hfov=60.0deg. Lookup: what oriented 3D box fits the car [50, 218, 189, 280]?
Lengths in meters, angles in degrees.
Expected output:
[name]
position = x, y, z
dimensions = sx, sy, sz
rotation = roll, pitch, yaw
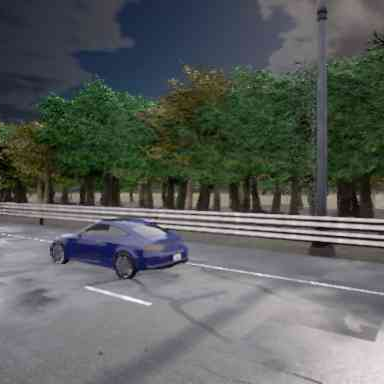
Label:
[car]
position = -2.254, 1.505, 9.882
dimensions = 4.674, 1.442, 1.812
rotation = 0, 0, 35
